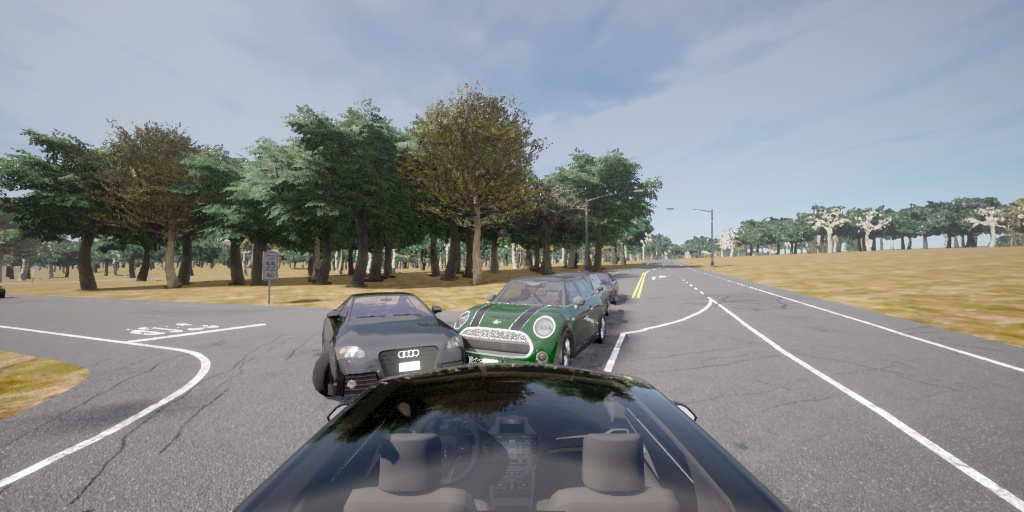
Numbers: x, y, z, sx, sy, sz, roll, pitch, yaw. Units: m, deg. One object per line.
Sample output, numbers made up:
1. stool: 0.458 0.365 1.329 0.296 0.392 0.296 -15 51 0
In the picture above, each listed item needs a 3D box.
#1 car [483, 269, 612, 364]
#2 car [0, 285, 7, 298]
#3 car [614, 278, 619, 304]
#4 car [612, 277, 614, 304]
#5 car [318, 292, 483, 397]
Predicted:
1. car: 0.617 1.218 7.821 2.097 1.767 4.553 -1 -2 26
2. car: -40.860 2.561 27.378 4.181 1.385 1.994 -2 -3 22
3. car: 4.217 1.509 17.861 1.994 1.385 4.181 -1 0 19
4. car: 2.024 1.344 12.134 2.097 1.767 4.553 -1 -1 21
5. car: -2.354 1.376 6.616 1.994 1.385 4.181 1 -2 -29
